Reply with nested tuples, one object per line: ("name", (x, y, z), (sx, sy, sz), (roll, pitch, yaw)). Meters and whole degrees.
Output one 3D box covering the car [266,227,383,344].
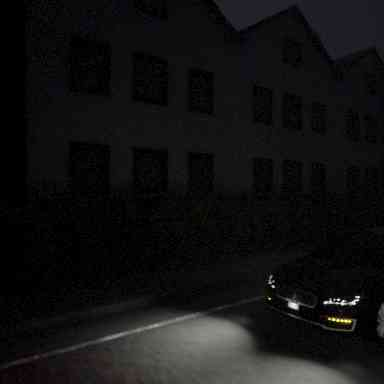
("car", (3.531, 1.497, 6.495), (4.892, 1.490, 1.837), (0, 0, -35))
